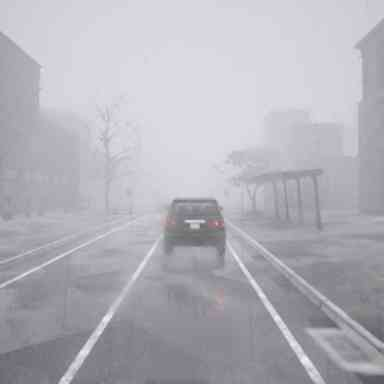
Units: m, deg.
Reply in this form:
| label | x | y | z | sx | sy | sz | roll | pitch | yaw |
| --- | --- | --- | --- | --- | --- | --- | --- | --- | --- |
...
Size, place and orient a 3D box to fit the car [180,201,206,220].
| label | x | y | z | sx | sy | sz | roll | pitch | yaw |
| --- | --- | --- | --- | --- | --- | --- | --- | --- | --- |
| car | 0.102 | 1.576 | 29.659 | 2.128 | 1.511 | 4.902 | 0 | -1 | 0 |

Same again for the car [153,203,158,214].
| label | x | y | z | sx | sy | sz | roll | pitch | yaw |
| --- | --- | --- | --- | --- | --- | --- | --- | --- | --- |
| car | -3.083 | 1.720 | 36.760 | 1.994 | 1.385 | 4.181 | 0 | -1 | 0 |

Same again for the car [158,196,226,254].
| label | x | y | z | sx | sy | sz | roll | pitch | yaw |
| --- | --- | --- | --- | --- | --- | --- | --- | --- | --- |
| car | 0.098 | 1.178 | 13.322 | 2.150 | 2.045 | 5.566 | 0 | 0 | 0 |
